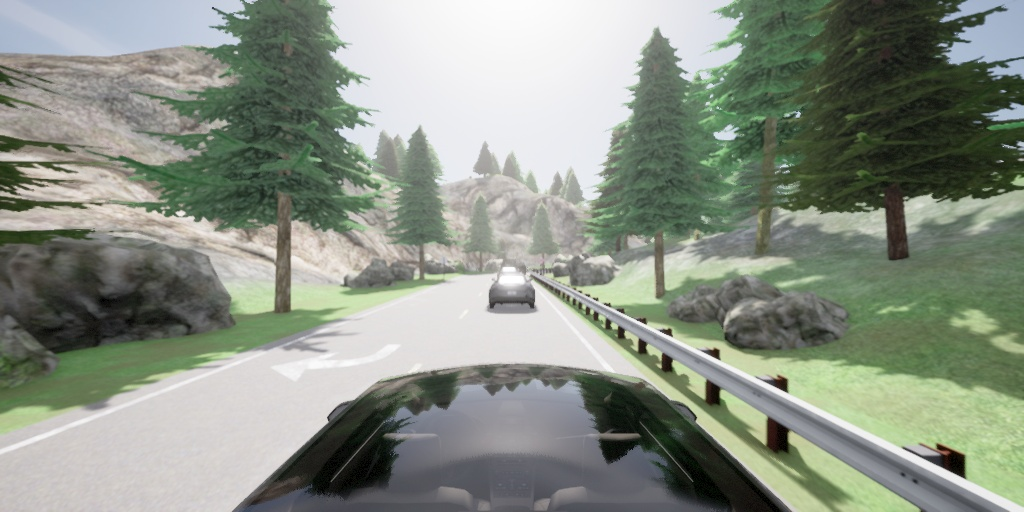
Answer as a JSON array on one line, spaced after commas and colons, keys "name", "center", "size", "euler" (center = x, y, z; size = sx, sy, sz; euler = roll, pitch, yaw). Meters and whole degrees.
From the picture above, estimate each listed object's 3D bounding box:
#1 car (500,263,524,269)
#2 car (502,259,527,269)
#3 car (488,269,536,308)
[{"name": "car", "center": [-0.280, 1.593, 31.200], "size": [1.994, 1.385, 4.181], "euler": [0, 0, -2]}, {"name": "car", "center": [0.233, 1.380, 45.484], "size": [2.150, 2.045, 5.566], "euler": [0, 0, 17]}, {"name": "car", "center": [-0.002, 1.451, 16.153], "size": [1.994, 1.385, 4.181], "euler": [0, 0, 0]}]
